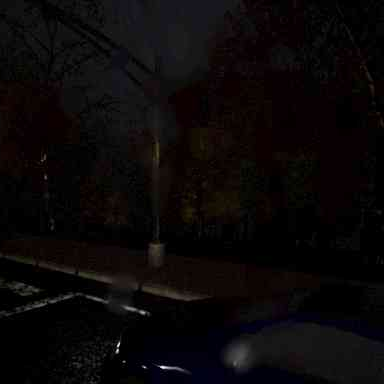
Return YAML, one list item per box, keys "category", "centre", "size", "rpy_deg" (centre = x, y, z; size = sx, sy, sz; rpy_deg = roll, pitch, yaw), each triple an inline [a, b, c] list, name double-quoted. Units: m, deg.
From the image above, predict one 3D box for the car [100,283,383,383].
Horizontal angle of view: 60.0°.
- category: "car"
  centre: [1.135, 1.564, 2.873]
  size: [4.181, 1.385, 1.994]
  rpy_deg: [0, 0, 35]
